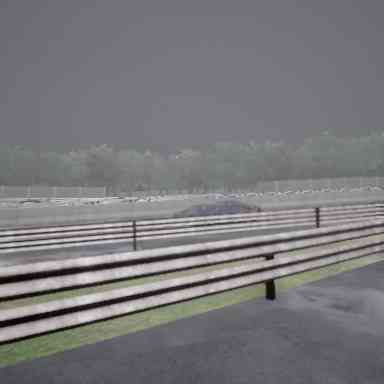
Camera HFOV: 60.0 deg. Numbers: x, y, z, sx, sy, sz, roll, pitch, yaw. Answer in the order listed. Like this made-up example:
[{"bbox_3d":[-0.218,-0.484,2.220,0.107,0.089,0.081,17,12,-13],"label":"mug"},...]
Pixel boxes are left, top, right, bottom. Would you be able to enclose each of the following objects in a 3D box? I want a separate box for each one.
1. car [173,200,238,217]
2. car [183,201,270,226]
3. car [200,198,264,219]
[{"bbox_3d":[1.258,1.614,25.358,5.357,1.411,2.033,-3,1,-20],"label":"car"},{"bbox_3d":[2.437,1.631,22.063,5.357,1.411,2.033,-3,1,-20],"label":"car"},{"bbox_3d":[3.606,1.440,29.914,5.357,1.411,2.033,-3,1,-20],"label":"car"}]
